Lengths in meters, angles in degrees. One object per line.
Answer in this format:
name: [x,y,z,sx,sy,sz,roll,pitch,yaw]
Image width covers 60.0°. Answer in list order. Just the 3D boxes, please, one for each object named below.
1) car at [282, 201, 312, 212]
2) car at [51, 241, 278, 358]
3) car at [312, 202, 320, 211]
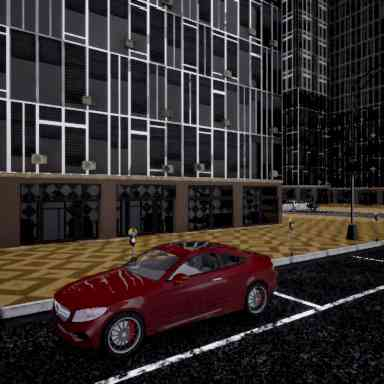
car: [12.955,1.884,44.164,1.812,1.442,4.674,0,-1,-36]
car: [-0.237,1.582,5.932,4.206,1.307,1.802,0,0,-36]
car: [15.143,1.899,45.275,2.008,1.369,4.403,-1,0,-36]
